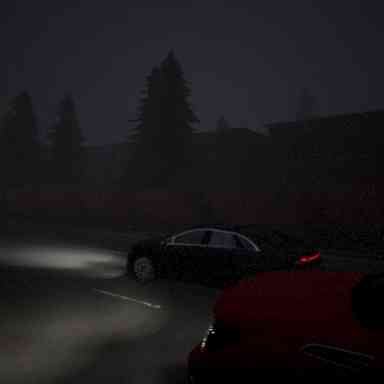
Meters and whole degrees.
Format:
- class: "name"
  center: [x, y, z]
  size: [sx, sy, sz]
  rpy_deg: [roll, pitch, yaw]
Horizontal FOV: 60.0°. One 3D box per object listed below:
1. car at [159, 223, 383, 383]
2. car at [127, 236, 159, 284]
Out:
- class: "car"
  center: [2.627, 1.224, 2.119]
  size: [5.566, 2.045, 2.150]
  rpy_deg: [0, 0, 35]
- class: "car"
  center: [0.554, 1.485, 7.897]
  size: [4.902, 1.511, 2.128]
  rpy_deg: [0, 0, 35]
